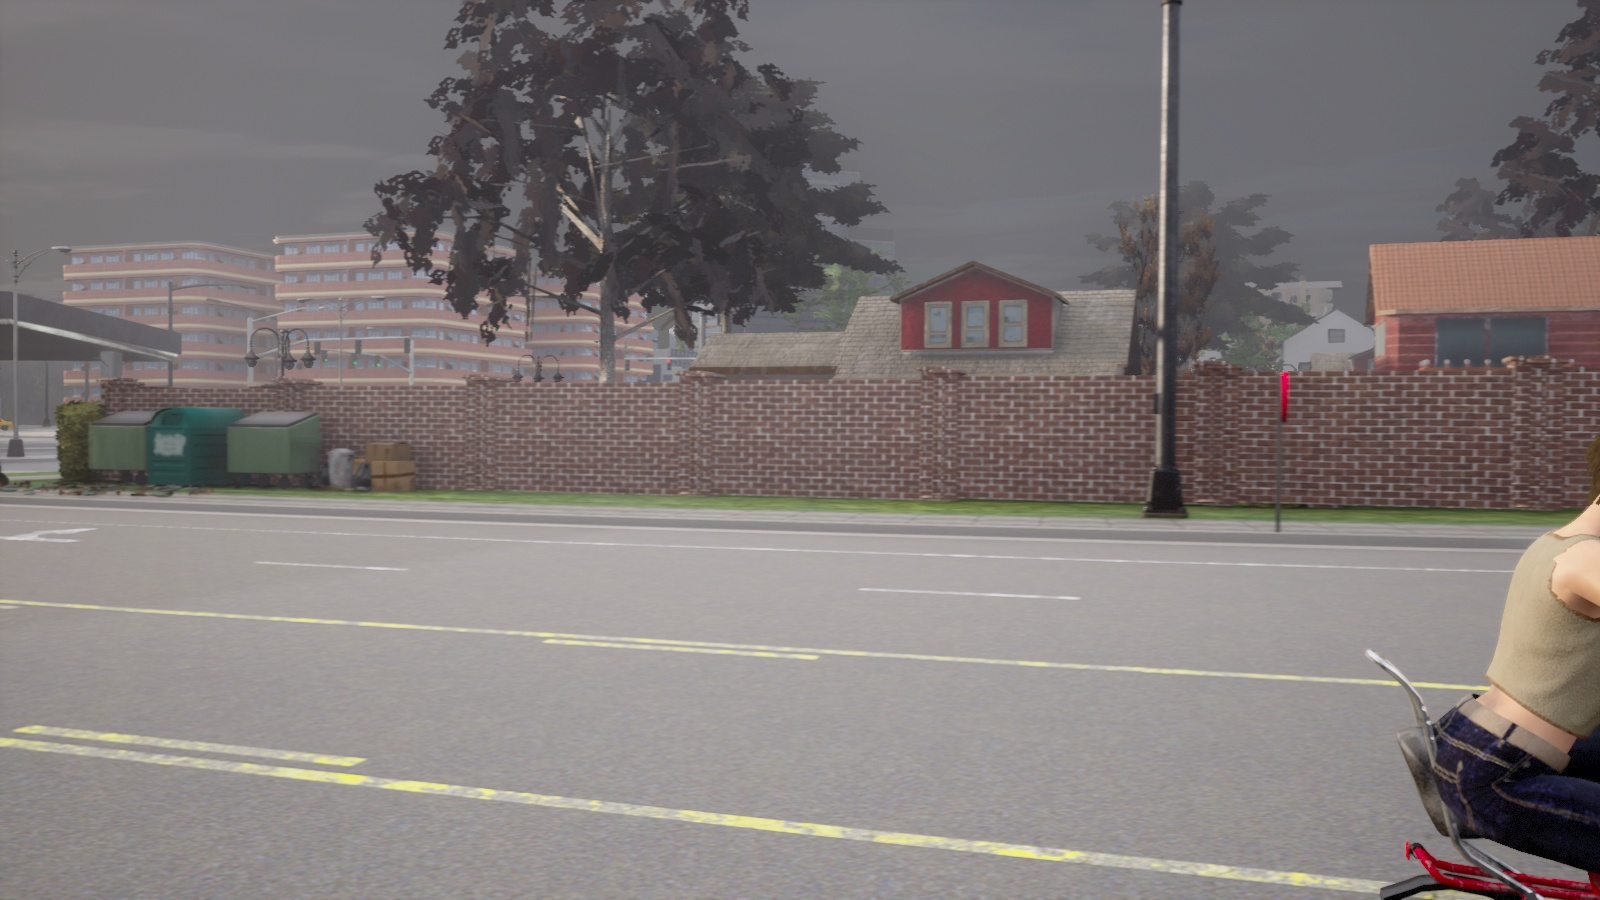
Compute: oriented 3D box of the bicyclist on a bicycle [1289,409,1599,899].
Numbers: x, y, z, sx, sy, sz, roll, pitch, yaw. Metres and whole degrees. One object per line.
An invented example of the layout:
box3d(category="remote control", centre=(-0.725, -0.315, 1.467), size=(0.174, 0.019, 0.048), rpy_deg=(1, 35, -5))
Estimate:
box3d(category="bicyclist on a bicycle", centre=(1.838, 0.729, 2.569), size=(1.509, 1.612, 0.866), rpy_deg=(1, 1, 18))
